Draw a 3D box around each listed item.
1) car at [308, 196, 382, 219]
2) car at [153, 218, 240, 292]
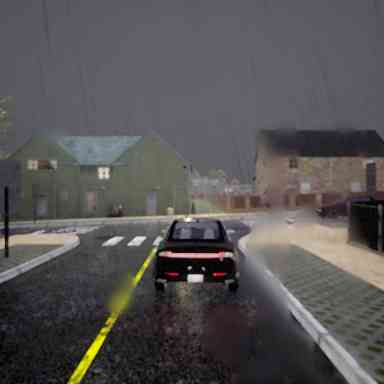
[{"bbox_3d":[10.604,0.976,21.984,5.357,1.411,2.033,-2,0,-1],"label":"car"},{"bbox_3d":[0.147,1.434,8.804,2.128,1.511,4.902,0,0,2],"label":"car"}]
